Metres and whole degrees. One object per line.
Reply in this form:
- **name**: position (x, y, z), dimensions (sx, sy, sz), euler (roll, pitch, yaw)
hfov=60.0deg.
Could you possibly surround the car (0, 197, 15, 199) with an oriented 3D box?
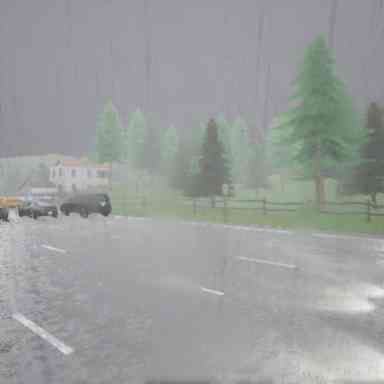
- **car**: position (-23.088, 1.325, 41.732), dimensions (5.008, 1.535, 1.882), euler (0, 0, 43)

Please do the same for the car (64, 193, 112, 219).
- **car**: position (-9.122, 1.113, 28.577), dimensions (5.566, 2.045, 2.150), euler (0, 0, 43)

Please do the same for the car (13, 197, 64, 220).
- **car**: position (-12.497, 1.426, 26.929), dimensions (4.674, 1.442, 1.812), euler (0, 0, 43)

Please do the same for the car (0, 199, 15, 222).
- **car**: position (-15.009, 1.437, 24.487), dimensions (4.674, 1.442, 1.812), euler (0, 0, 43)
